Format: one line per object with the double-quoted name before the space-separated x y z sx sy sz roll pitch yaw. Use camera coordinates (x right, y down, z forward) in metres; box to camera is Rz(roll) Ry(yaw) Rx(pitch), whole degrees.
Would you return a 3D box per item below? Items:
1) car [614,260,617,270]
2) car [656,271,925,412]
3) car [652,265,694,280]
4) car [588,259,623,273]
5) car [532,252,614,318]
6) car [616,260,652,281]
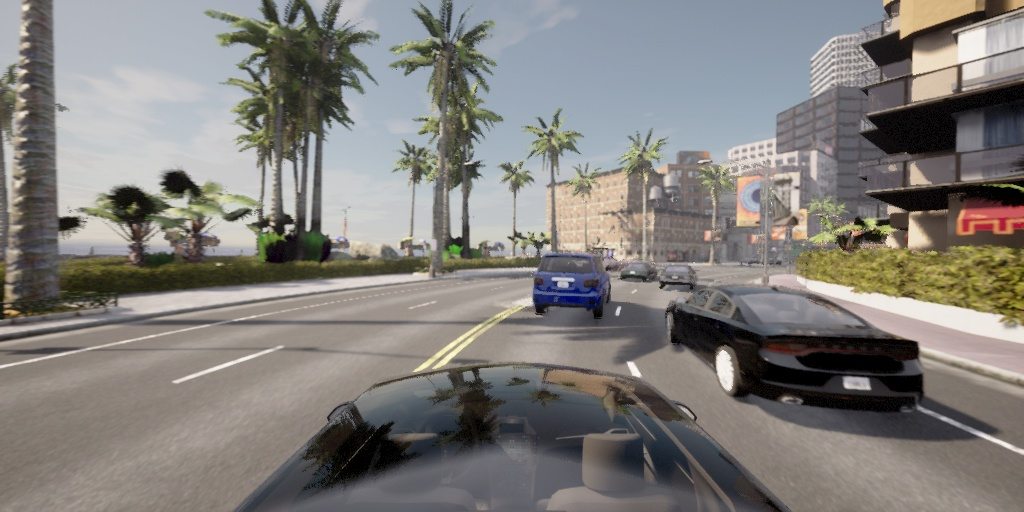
"car" 12.723 1.129 37.627 1.994 1.385 4.181 1 1 42
"car" 4.226 1.236 6.425 1.882 1.535 5.008 1 1 9
"car" 10.312 1.231 22.150 2.033 1.411 5.357 1 1 30
"car" 10.683 1.036 40.625 1.812 1.442 4.674 1 1 42
"car" 2.316 0.895 12.945 2.150 2.045 5.566 1 1 18
"car" 9.992 1.186 28.092 1.994 1.385 4.181 1 1 34
